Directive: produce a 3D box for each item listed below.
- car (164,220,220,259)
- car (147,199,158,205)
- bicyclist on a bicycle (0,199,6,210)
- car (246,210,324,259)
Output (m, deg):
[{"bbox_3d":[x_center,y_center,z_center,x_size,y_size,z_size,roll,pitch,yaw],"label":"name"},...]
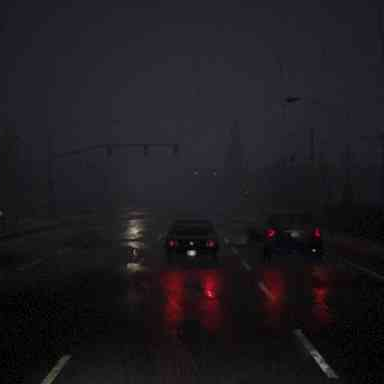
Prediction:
[{"bbox_3d":[0.011,1.751,13.222,1.895,1.301,4.718,0,-1,0],"label":"car"},{"bbox_3d":[-9.472,2.362,78.976,1.882,1.535,5.008,0,-1,-19],"label":"car"},{"bbox_3d":[-27.402,1.841,48.238,0.582,1.620,1.656,0,0,0],"label":"bicyclist on a bicycle"},{"bbox_3d":[3.514,1.503,13.404,2.097,1.767,4.553,0,-1,0],"label":"car"}]
